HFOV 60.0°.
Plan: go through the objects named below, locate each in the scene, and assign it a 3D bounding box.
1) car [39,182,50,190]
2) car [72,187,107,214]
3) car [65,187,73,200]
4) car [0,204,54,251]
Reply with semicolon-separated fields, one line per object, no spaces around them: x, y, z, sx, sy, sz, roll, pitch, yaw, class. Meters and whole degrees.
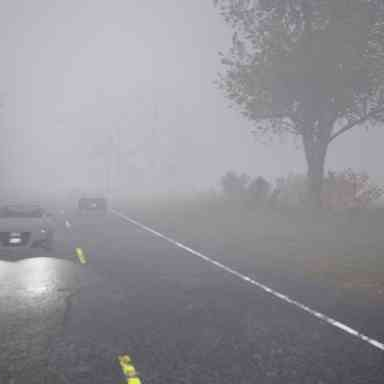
-29.378;-1.186;66.255;1.882;1.535;5.008;1;1;-23;car
-7.334;0.638;23.962;1.882;1.535;5.008;1;2;-23;car
-13.654;0.143;38.670;1.994;1.385;4.181;1;2;-23;car
-5.738;1.100;11.182;1.994;1.385;4.181;1;2;-23;car
